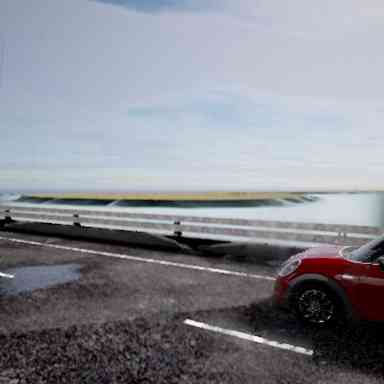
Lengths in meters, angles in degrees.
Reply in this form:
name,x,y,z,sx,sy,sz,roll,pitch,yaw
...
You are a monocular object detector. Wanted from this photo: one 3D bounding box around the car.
name,x,y,z,sx,sy,sz,roll,pitch,yaw
car,3.735,1.350,5.514,4.553,1.767,2.097,0,0,32
